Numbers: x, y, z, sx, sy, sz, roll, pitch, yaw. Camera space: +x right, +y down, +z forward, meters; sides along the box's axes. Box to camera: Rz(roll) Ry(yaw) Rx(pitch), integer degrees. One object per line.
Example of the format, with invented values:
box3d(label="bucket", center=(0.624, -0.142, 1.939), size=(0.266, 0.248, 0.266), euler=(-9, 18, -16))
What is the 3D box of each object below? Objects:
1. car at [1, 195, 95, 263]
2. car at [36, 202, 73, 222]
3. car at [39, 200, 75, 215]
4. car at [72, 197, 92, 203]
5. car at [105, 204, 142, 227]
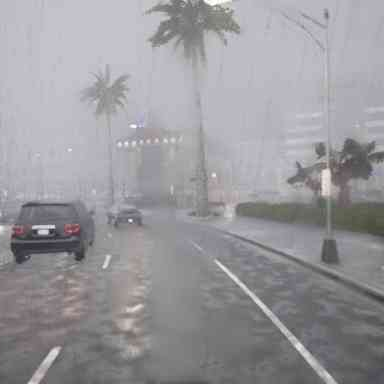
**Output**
box3d(label="car", center=(-5.013, 1.307, 12.687), size=(2.150, 2.045, 5.566), euler=(0, 0, -11))
box3d(label="car", center=(-12.445, 1.699, 29.890), size=(2.128, 1.511, 4.902), euler=(-1, 0, -35))
box3d(label="car", center=(-15.905, 1.758, 39.022), size=(4.902, 1.511, 2.128), euler=(-1, 0, 44))
box3d(label="car", center=(-28.832, 2.080, 87.101), size=(4.718, 1.301, 1.895), euler=(-1, 0, 21))
box3d(label="car", center=(-4.901, 1.603, 23.602), size=(1.837, 1.490, 4.892), euler=(0, 0, -23))
